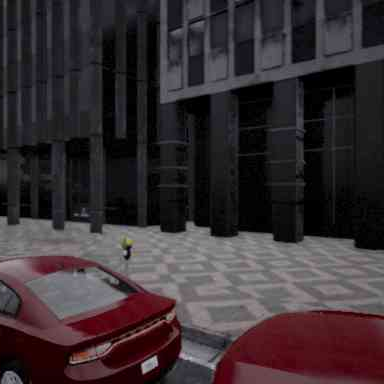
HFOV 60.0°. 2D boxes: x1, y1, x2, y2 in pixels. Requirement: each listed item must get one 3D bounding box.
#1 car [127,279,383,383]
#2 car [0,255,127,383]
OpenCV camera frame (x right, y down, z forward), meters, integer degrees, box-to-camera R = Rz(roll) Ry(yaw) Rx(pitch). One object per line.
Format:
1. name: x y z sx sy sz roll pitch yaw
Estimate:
1. car: 2.329 1.310 1.300 5.009 1.841 2.192 0 0 35
2. car: -2.232 1.558 4.550 4.507 1.381 1.887 0 0 35
